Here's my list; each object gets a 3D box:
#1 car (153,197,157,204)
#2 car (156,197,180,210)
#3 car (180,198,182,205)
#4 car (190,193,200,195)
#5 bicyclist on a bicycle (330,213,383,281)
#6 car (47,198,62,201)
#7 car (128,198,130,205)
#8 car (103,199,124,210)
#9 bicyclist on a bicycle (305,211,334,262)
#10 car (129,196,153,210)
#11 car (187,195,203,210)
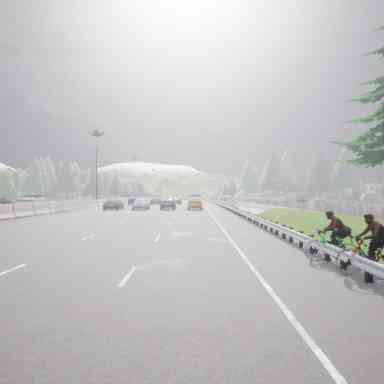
[{"bbox_3d":[-6.472,1.602,60.326,1.994,1.385,4.181,0,0,1],"label":"car"},{"bbox_3d":[-3.099,1.502,43.894,2.128,1.511,4.902,0,0,0],"label":"car"},{"bbox_3d":[-2.960,1.611,61.786,1.994,1.385,4.181,0,0,1],"label":"car"},{"bbox_3d":[0.510,1.251,58.102,2.150,2.045,5.566,0,0,0],"label":"car"},{"bbox_3d":[4.508,1.383,8.387,1.656,1.620,0.582,8,1,1],"label":"bicyclist on a bicycle"},{"bbox_3d":[-20.752,1.537,49.446,1.812,1.442,4.674,0,0,1],"label":"car"},{"bbox_3d":[-9.985,1.508,58.665,1.882,1.535,5.008,0,0,0],"label":"car"},{"bbox_3d":[-10.107,1.574,43.067,1.994,1.385,4.181,0,0,0],"label":"car"},{"bbox_3d":[4.374,1.414,10.277,1.656,1.620,0.582,3,1,15],"label":"bicyclist on a bicycle"},{"bbox_3d":[-6.612,1.536,43.516,1.812,1.442,4.674,0,0,-1],"label":"car"},{"bbox_3d":[0.397,1.488,43.667,1.882,1.535,5.008,0,0,0],"label":"car"}]
